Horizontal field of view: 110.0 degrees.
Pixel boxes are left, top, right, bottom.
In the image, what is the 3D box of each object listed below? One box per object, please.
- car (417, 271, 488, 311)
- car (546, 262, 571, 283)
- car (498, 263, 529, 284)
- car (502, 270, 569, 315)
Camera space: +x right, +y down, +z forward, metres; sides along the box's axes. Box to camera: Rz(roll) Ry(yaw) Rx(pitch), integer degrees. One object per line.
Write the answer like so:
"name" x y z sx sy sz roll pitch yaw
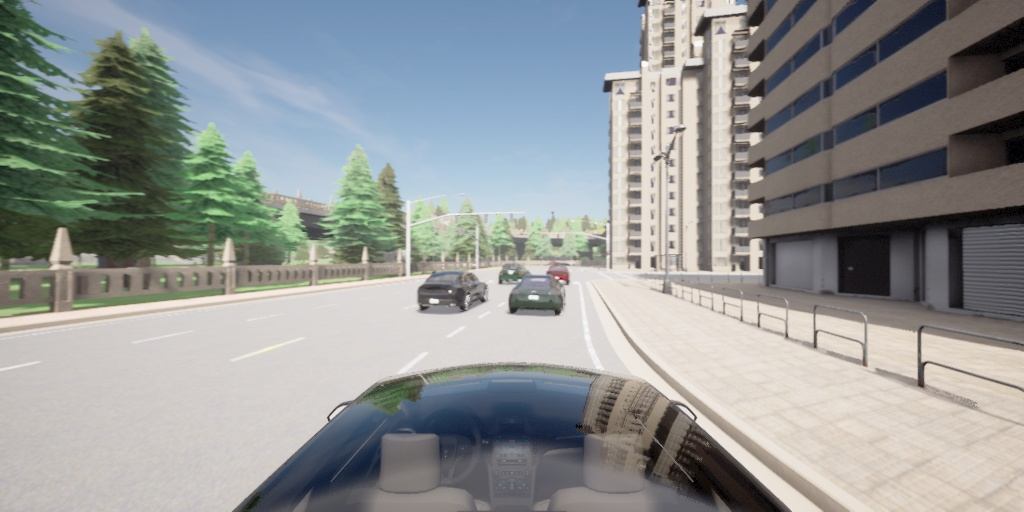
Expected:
"car" -2.334 1.366 15.119 1.837 1.490 4.892 0 0 10
"car" 3.797 1.496 29.440 1.882 1.535 5.008 0 0 10
"car" 0.277 1.352 29.665 2.097 1.767 4.553 0 -1 10
"car" 1.110 1.435 14.493 1.994 1.385 4.181 0 0 10
